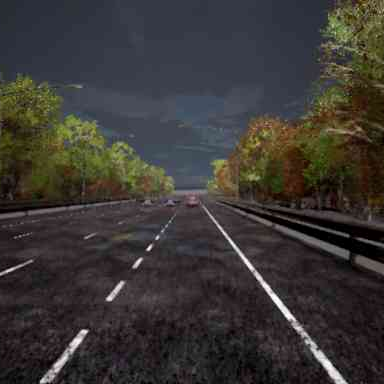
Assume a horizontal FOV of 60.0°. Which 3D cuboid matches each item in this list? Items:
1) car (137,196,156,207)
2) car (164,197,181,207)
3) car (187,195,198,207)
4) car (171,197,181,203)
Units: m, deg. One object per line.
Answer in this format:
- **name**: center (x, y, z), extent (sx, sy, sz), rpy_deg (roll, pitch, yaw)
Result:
- **car**: center (-6.901, 1.578, 53.247), extent (2.128, 1.511, 4.902), rpy_deg (0, 0, 0)
- **car**: center (-3.401, 1.589, 53.241), extent (2.128, 1.511, 4.902), rpy_deg (0, 0, 0)
- **car**: center (0.099, 1.655, 53.234), extent (2.033, 1.411, 5.357), rpy_deg (0, 0, 0)
- **car**: center (-3.372, 1.692, 70.991), extent (1.994, 1.385, 4.181), rpy_deg (0, 0, 0)
